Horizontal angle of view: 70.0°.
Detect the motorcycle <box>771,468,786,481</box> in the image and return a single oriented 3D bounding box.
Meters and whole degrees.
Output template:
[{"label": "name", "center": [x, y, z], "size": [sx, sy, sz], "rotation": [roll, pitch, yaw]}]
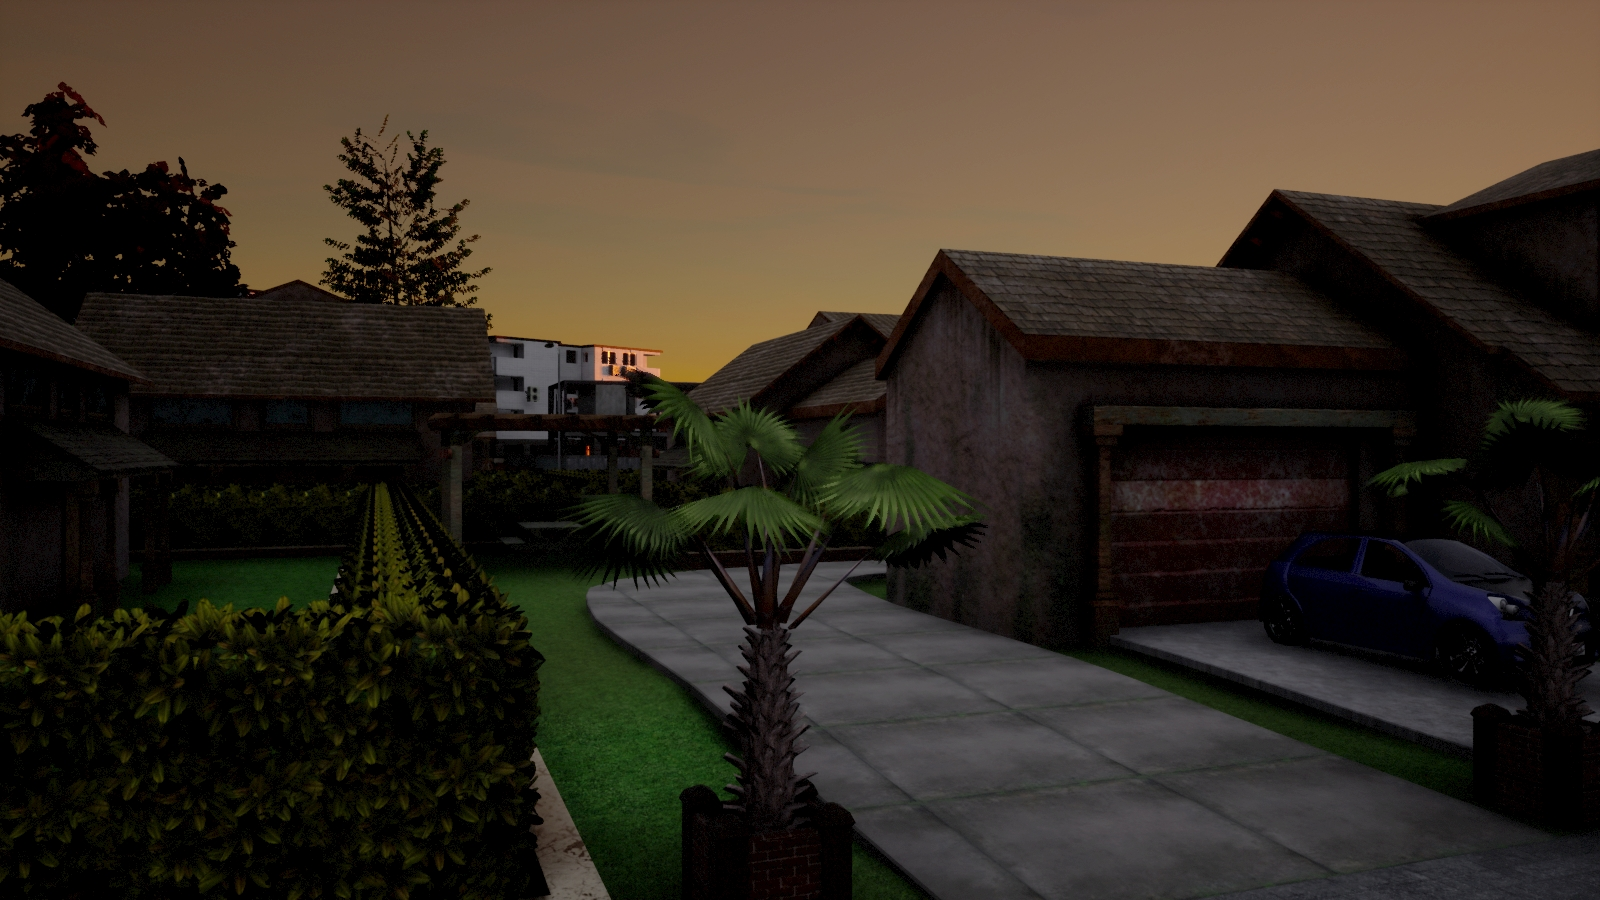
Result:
[{"label": "motorcycle", "center": [-1.939, 2.199, 102.837], "size": [0.803, 1.199, 2.033], "rotation": [0, 0, -20]}]
